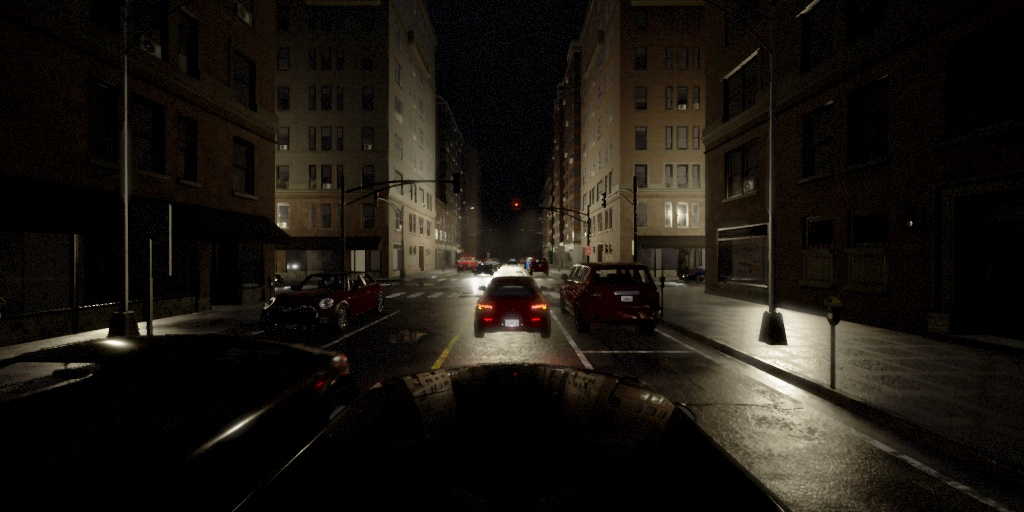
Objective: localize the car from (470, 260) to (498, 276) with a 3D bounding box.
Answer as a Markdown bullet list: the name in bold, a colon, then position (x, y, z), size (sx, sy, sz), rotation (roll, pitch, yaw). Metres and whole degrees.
- **car**: position (-2.777, 1.349, 36.624), size (1.895, 1.301, 4.718), rotation (0, 0, 0)

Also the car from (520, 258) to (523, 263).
- **car**: position (2.794, 1.061, 54.217), size (2.192, 1.841, 5.009), rotation (0, 0, 0)

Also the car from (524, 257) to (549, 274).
- **car**: position (2.773, 1.063, 37.706), size (2.192, 1.841, 5.009), rotation (0, 0, 0)

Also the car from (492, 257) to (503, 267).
- **car**: position (-2.730, 1.294, 55.661), size (2.033, 1.411, 5.357), rotation (0, 0, 1)

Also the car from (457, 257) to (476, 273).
- **car**: position (-5.335, 1.062, 43.225), size (2.192, 1.841, 5.009), rotation (0, 0, 0)

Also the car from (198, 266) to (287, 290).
- **car**: position (-17.073, 1.362, 22.907), size (4.181, 1.385, 1.994), rotation (0, 0, 0)

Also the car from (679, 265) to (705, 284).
- **car**: position (14.293, 1.271, 25.723), size (4.181, 1.385, 1.994), rotation (0, 0, 0)

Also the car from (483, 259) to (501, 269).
- **car**: position (-2.755, 1.348, 45.848), size (1.895, 1.301, 4.718), rotation (0, 0, 0)

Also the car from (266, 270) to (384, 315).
- **car**: position (-5.371, 1.189, 10.666), size (1.967, 1.591, 4.097), rotation (0, 0, 0)

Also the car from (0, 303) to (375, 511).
- **car**: position (-2.775, 1.314, 2.398), size (1.994, 1.385, 4.181), rotation (0, 0, 1)

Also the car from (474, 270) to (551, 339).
- **car**: position (0.023, 1.276, 10.006), size (1.812, 1.442, 4.674), rotation (0, 0, 1)

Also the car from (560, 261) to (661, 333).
- **car**: position (2.654, 1.064, 10.650), size (2.192, 1.841, 5.009), rotation (0, 0, 0)
